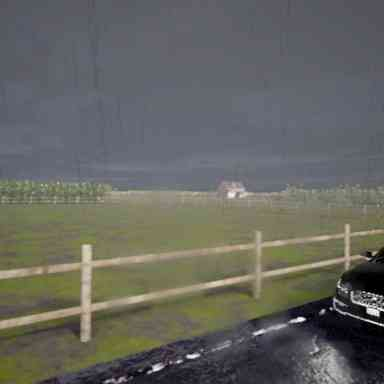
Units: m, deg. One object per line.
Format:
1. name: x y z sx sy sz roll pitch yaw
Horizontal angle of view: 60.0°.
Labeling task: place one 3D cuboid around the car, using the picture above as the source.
1. car: 4.708 1.604 6.421 4.892 1.490 1.837 1 -1 -35
